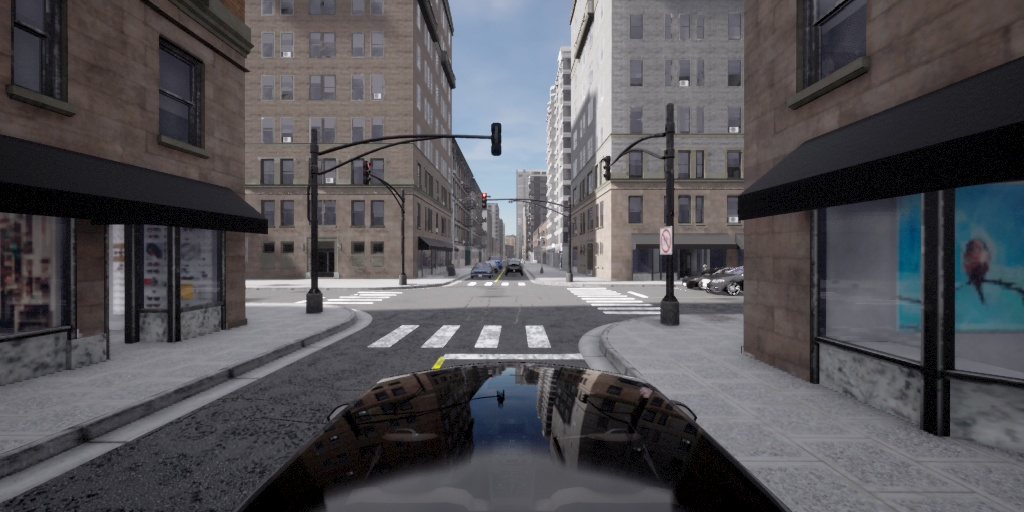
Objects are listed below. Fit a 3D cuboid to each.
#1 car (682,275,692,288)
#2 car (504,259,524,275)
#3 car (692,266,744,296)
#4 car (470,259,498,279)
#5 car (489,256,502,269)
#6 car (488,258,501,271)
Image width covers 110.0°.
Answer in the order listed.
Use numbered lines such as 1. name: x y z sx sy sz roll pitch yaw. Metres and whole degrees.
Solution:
1. car: 12.448 1.313 21.314 4.313 1.339 1.948 0 0 0
2. car: 0.243 1.267 39.617 1.837 1.490 4.892 0 0 0
3. car: 12.546 1.247 18.775 4.902 1.511 2.128 0 0 0
4. car: -2.718 1.305 33.471 2.033 1.411 5.357 0 0 0
5. car: -2.621 1.003 54.093 2.150 2.045 5.566 0 0 1
6. car: -2.673 1.293 43.759 1.812 1.442 4.674 0 0 0
